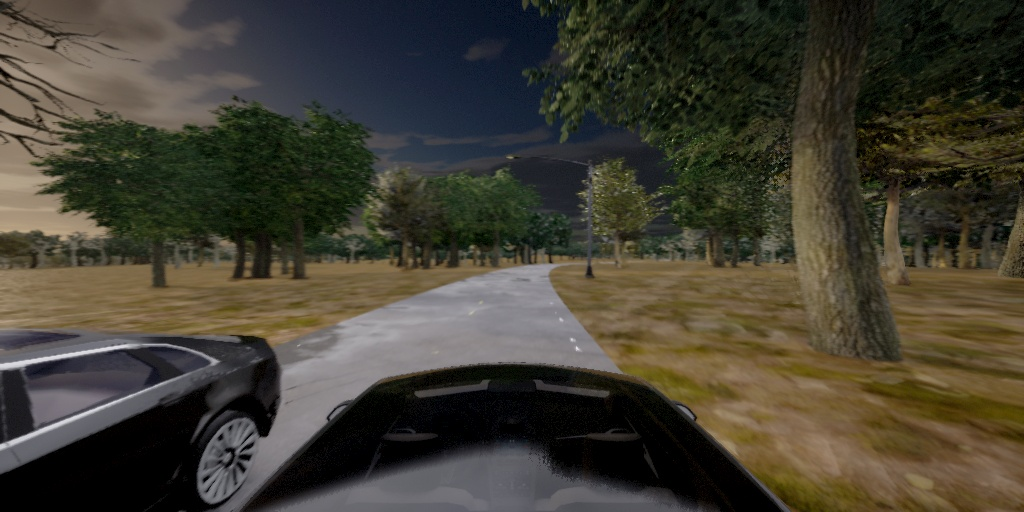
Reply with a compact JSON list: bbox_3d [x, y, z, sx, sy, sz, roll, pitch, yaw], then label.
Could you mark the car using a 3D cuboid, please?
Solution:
[{"bbox_3d":[-3.158,1.209,1.491,2.128,1.511,4.902,1,0,0],"label":"car"}]
